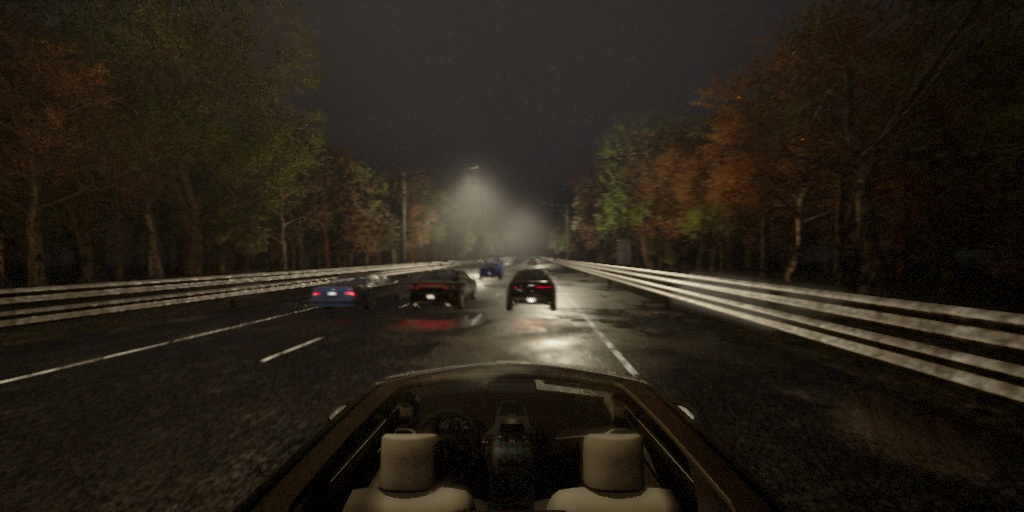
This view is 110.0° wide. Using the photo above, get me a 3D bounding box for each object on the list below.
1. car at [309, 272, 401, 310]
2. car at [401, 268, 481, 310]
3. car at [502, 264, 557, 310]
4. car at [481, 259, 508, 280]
[{"bbox_3d":[-6.195,1.377,15.141,2.033,1.411,5.357,-1,0,3],"label":"car"},{"bbox_3d":[-2.699,1.269,14.963,1.882,1.535,5.008,-1,0,3],"label":"car"},{"bbox_3d":[0.796,1.260,14.744,1.837,1.490,4.892,-1,0,3],"label":"car"},{"bbox_3d":[-1.728,1.267,32.003,1.882,1.535,5.008,-1,0,3],"label":"car"}]
